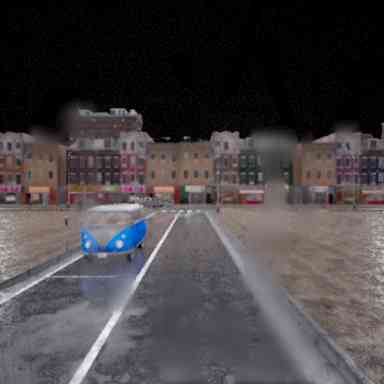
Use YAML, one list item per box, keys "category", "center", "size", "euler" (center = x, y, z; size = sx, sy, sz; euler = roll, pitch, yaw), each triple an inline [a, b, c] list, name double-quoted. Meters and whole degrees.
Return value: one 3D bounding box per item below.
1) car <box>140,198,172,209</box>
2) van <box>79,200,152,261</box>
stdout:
- category: "car"
  center: [-5.076, 1.482, 43.687]
  size: [4.902, 1.511, 2.128]
  euler: [0, 0, 0]
- category: "van"
  center: [-2.647, 1.336, 11.880]
  size: [1.690, 1.788, 3.998]
  euler: [-1, 0, 0]
